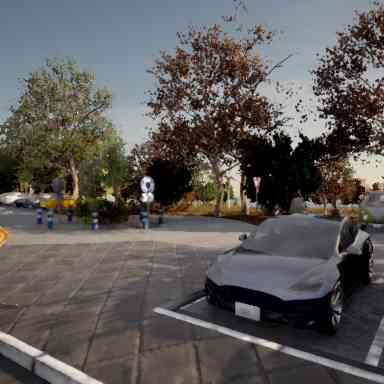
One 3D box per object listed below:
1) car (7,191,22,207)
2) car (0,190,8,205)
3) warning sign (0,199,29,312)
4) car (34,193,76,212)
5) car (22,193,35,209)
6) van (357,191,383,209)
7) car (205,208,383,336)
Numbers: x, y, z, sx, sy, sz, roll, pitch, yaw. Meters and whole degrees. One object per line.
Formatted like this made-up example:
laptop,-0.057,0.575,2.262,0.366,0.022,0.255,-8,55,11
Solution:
car,-16.688,0.914,35.885,2.163,1.488,4.792,2,1,36
car,-18.913,0.835,37.534,2.002,1.452,4.674,2,1,36
warning sign,-3.780,1.108,5.710,1.060,1.860,1.300,-3,1,35
car,-12.291,1.059,32.724,2.097,1.535,5.008,2,1,36
car,-14.508,0.844,34.378,2.185,1.767,4.553,2,1,36
van,9.726,0.924,16.913,1.878,1.987,4.442,2,2,36
car,2.152,1.185,6.368,2.163,1.488,4.792,2,1,36
